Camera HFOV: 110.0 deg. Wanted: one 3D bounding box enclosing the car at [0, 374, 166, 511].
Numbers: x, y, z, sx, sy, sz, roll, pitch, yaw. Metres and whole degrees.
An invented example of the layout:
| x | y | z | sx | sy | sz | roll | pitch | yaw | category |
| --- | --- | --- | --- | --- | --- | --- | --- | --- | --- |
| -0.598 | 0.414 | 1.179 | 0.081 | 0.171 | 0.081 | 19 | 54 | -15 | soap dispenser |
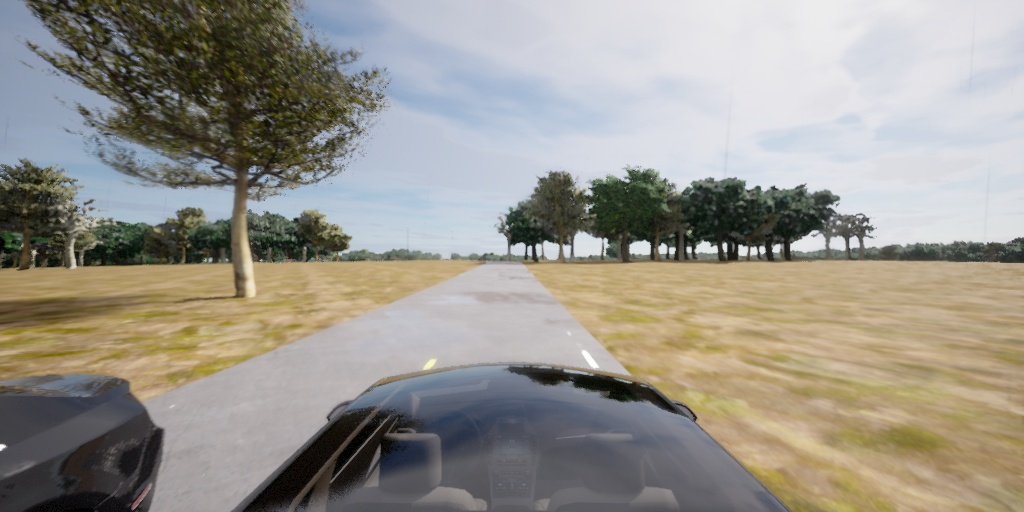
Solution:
| x | y | z | sx | sy | sz | roll | pitch | yaw | category |
| --- | --- | --- | --- | --- | --- | --- | --- | --- | --- |
| -3.110 | 1.234 | 0.195 | 1.837 | 1.490 | 4.892 | 0 | 1 | 0 | car |
